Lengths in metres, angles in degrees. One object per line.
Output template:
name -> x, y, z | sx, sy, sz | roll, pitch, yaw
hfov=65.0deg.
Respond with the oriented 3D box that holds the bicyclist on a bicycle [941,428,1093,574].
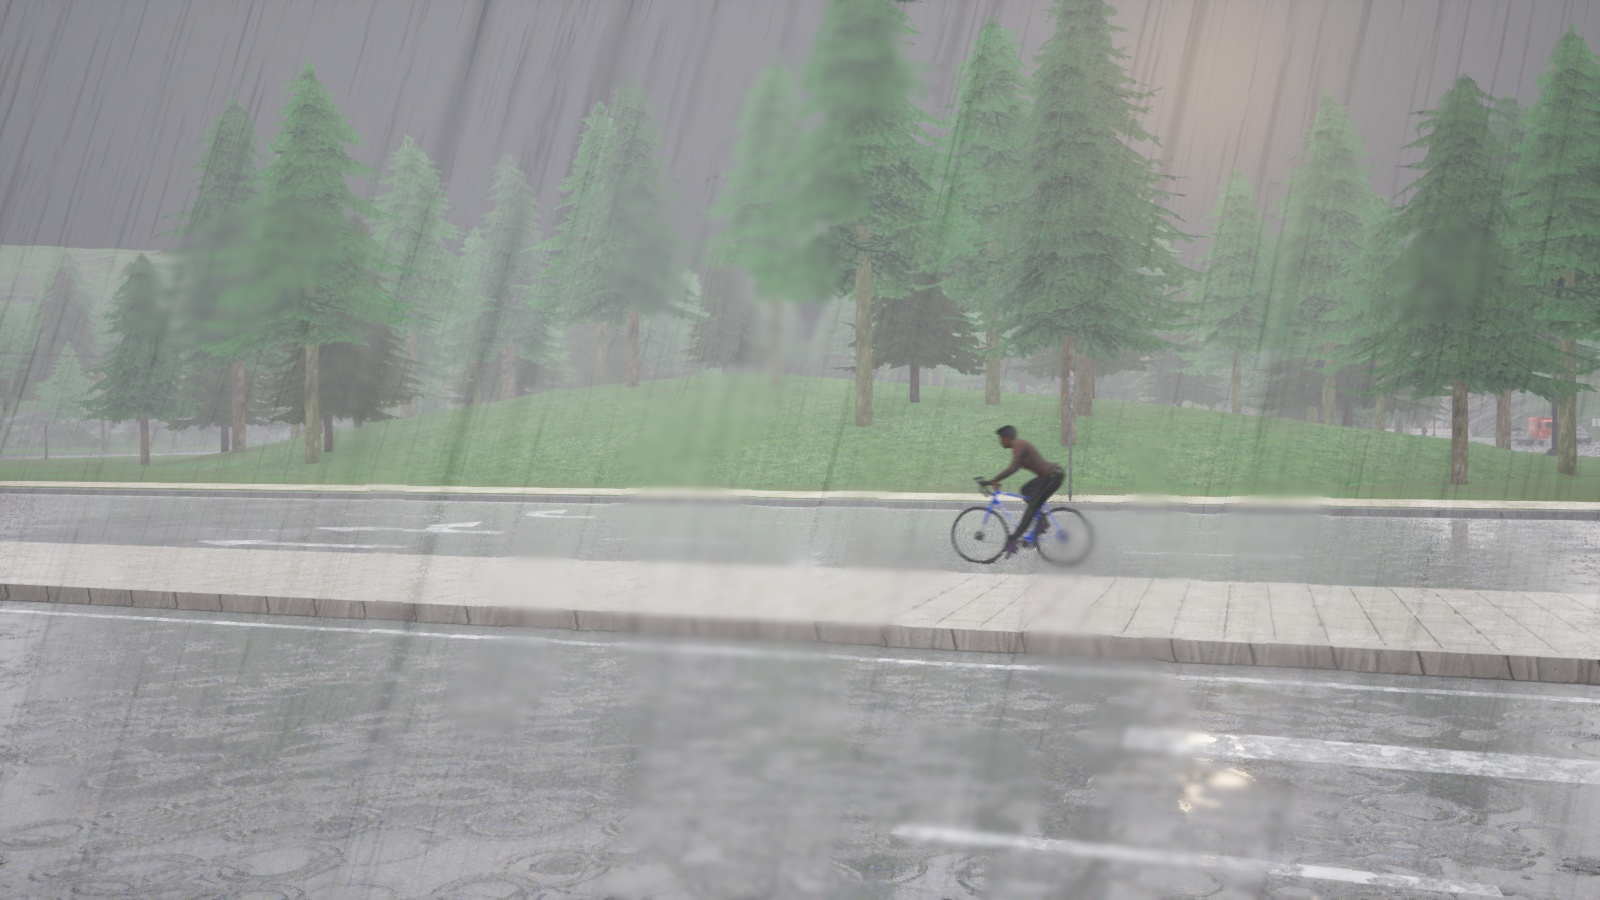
bicyclist on a bicycle -> 2.498, 0.557, 14.483 | 1.656, 1.620, 0.582 | 0, 1, 19
